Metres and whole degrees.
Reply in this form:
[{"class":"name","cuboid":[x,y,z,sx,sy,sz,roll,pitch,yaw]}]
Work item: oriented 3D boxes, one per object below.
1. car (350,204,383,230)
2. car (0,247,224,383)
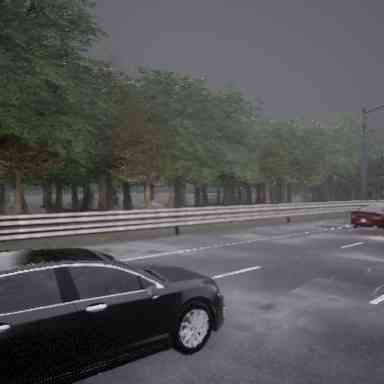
[{"class":"car","cuboid":[11.454,1.449,20.161,5.008,1.535,1.882,0,0,-41]},{"class":"car","cuboid":[-1.666,1.498,4.324,4.892,1.490,1.837,0,0,-41]}]
